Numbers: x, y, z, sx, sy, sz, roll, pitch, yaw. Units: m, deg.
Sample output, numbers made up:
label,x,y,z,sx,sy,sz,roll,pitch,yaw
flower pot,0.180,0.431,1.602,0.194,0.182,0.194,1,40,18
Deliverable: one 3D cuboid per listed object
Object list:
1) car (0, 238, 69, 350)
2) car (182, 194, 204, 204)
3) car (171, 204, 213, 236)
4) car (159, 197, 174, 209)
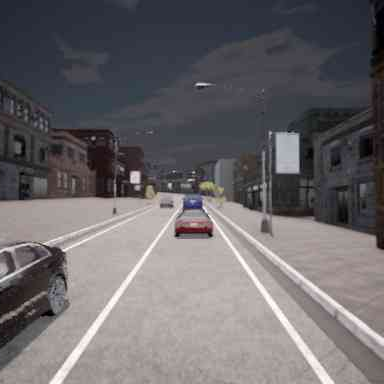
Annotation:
label,x,y,z,sx,sy,sz,roll,pitch,yaw
car,-3.312,1.491,4.625,2.128,1.511,4.902,0,0,0
car,0.087,1.232,36.773,2.150,2.045,5.566,0,0,0
car,0.096,1.555,18.201,1.994,1.385,4.181,0,0,0
car,-3.546,1.545,47.181,1.837,1.490,4.892,0,-1,0
